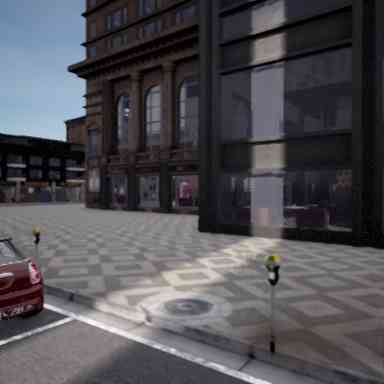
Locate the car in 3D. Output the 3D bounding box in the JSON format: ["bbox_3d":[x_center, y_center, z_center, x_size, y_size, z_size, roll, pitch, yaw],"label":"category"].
[{"bbox_3d":[-4.595,1.422,6.125,4.097,1.590,1.967,0,0,35],"label":"car"}]
